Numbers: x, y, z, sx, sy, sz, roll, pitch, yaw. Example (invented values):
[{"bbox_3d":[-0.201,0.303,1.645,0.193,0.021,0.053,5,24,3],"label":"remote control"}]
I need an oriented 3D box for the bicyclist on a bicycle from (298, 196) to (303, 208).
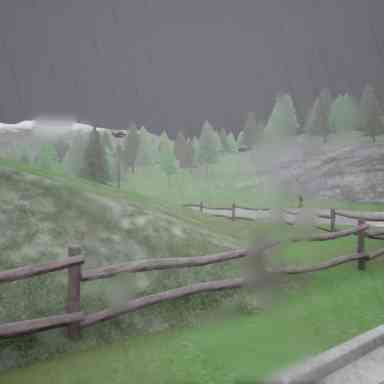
[{"bbox_3d":[14.321,1.302,43.832,0.582,1.620,1.656,0,0,34],"label":"bicyclist on a bicycle"}]
